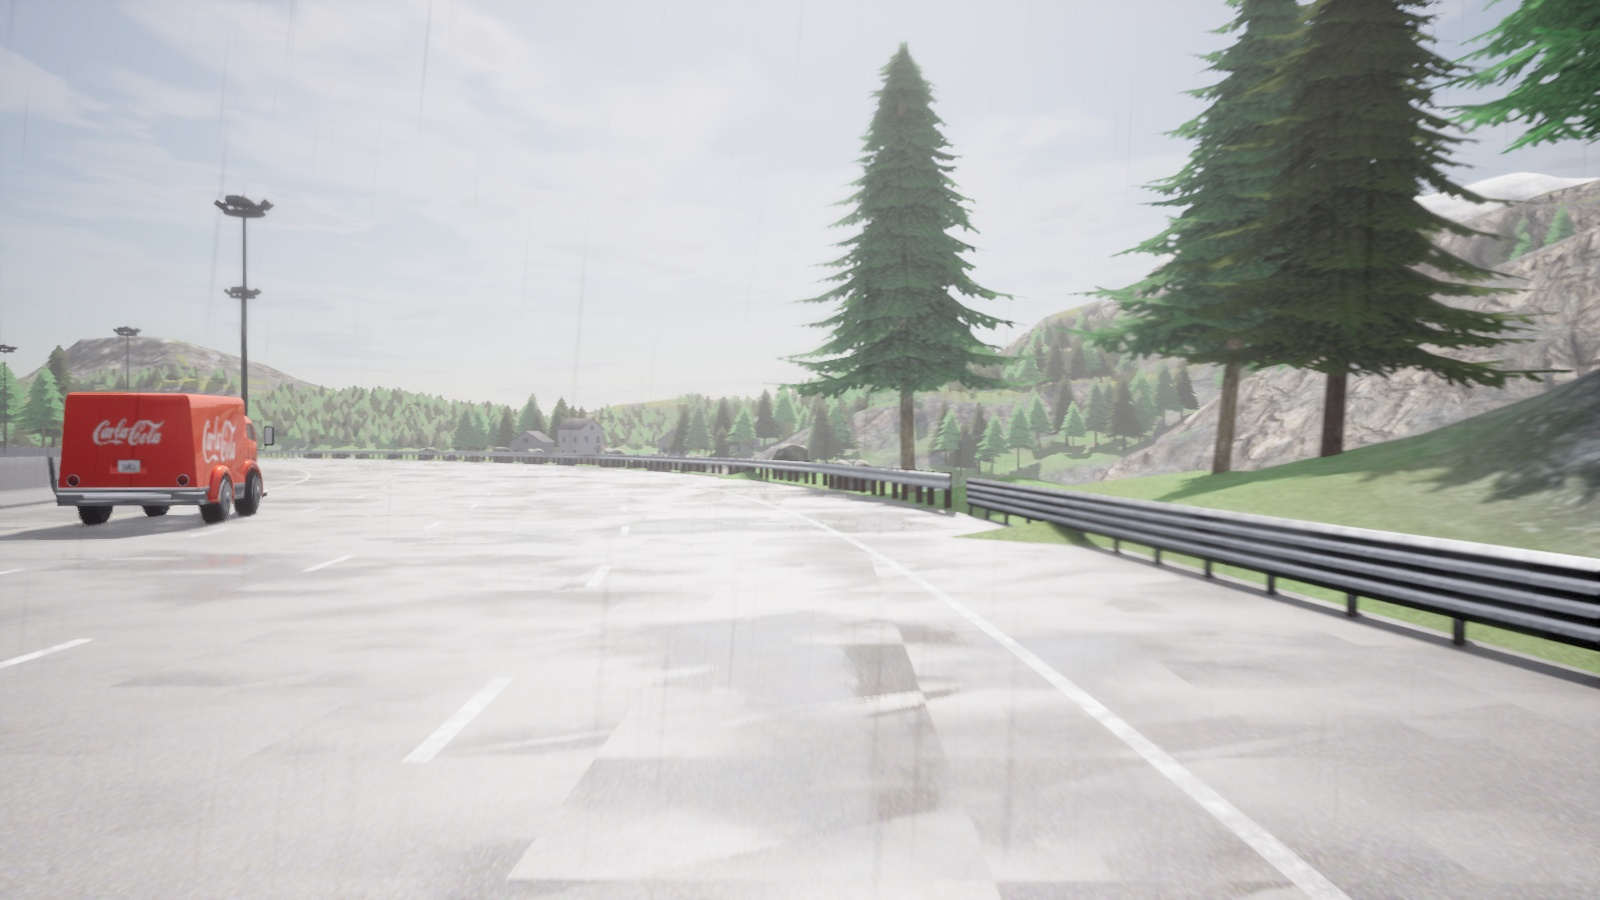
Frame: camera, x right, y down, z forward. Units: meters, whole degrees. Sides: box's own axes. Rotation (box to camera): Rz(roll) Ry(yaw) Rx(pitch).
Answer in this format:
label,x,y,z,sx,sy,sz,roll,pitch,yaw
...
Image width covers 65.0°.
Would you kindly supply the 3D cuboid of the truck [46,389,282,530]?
label,x,y,z,sx,sy,sz,roll,pitch,yaw
truck,-12.276,0.137,24.745,2.627,2.467,5.204,0,1,-8
